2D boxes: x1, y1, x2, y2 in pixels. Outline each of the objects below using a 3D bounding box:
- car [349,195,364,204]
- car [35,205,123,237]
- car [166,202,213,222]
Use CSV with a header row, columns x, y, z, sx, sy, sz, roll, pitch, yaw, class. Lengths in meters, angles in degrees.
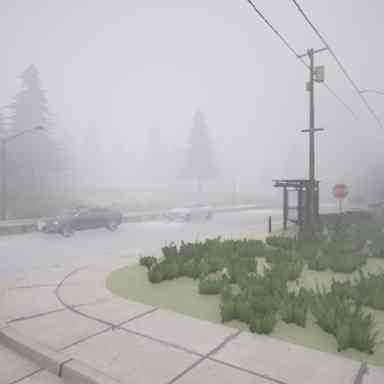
x,y,z,sx,sy,sz,roll,pitch,yaw,class
32.459,1.353,65.601,2.097,1.767,4.553,0,0,36,car
-6.001,1.490,18.239,2.128,1.511,4.902,0,0,36,car
-0.060,1.523,26.437,1.812,1.442,4.674,0,0,36,car
